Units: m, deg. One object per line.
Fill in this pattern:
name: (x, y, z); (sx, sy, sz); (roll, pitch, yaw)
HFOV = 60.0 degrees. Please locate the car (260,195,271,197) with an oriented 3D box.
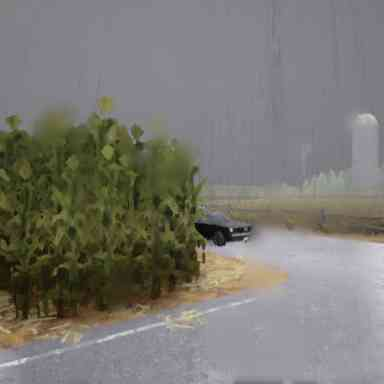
car: (15.994, 1.383, 71.546); (4.181, 1.385, 1.994); (0, 0, -35)

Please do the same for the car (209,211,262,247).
car: (0.902, 1.572, 15.177); (1.895, 1.301, 4.718); (0, 0, -35)
